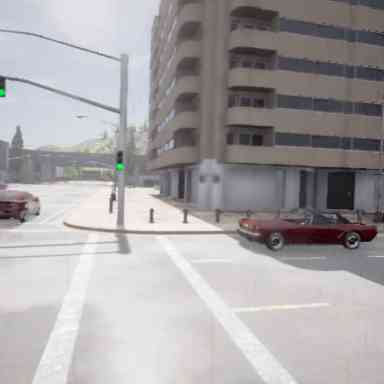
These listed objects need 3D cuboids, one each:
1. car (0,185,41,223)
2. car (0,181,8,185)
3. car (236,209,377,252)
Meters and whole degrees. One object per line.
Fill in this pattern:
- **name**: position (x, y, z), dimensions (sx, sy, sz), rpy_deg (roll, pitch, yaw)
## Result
- **car**: position (-9.183, 0.637, 17.158), dimensions (1.882, 1.535, 5.008), rpy_deg (1, 2, -13)
- **car**: position (-26.495, -0.817, 45.213), dimensions (1.812, 1.442, 4.674), rpy_deg (1, 2, -12)
- **car**: position (4.046, 1.296, 12.015), dimensions (4.718, 1.301, 1.895), rpy_deg (1, 2, -13)
